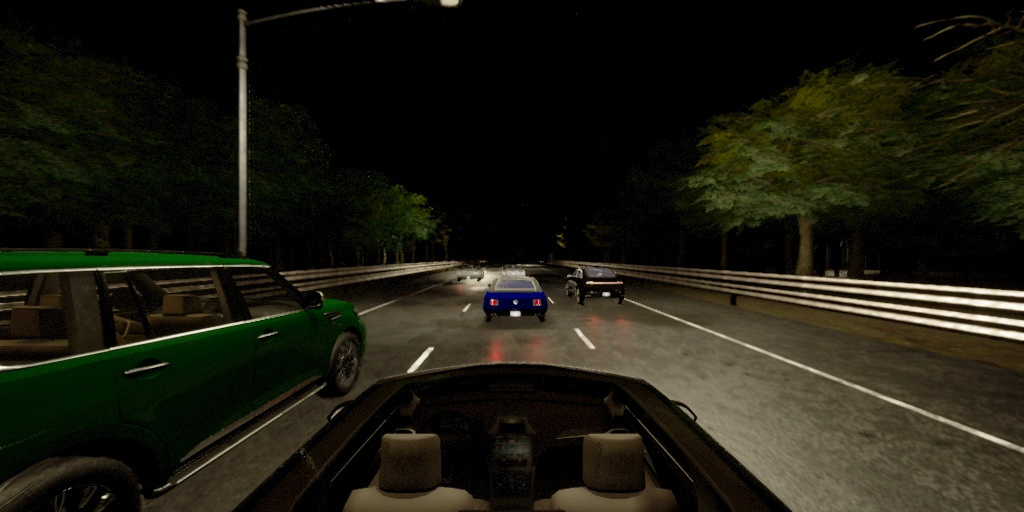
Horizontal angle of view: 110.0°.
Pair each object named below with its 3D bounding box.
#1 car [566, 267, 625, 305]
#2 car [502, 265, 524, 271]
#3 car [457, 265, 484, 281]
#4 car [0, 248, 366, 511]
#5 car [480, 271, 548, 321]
[{"bbox_3d":[3.602,1.251,16.117,2.128,1.511,4.902,0,0,0],"label":"car"},{"bbox_3d":[0.104,1.397,30.128,1.895,1.301,4.718,0,0,0],"label":"car"},{"bbox_3d":[-3.403,1.397,30.201,1.895,1.301,4.718,0,0,0],"label":"car"},{"bbox_3d":[-3.401,0.971,3.373,2.150,2.045,5.566,0,0,0],"label":"car"},{"bbox_3d":[0.102,1.354,12.405,1.895,1.301,4.718,0,0,0],"label":"car"}]
